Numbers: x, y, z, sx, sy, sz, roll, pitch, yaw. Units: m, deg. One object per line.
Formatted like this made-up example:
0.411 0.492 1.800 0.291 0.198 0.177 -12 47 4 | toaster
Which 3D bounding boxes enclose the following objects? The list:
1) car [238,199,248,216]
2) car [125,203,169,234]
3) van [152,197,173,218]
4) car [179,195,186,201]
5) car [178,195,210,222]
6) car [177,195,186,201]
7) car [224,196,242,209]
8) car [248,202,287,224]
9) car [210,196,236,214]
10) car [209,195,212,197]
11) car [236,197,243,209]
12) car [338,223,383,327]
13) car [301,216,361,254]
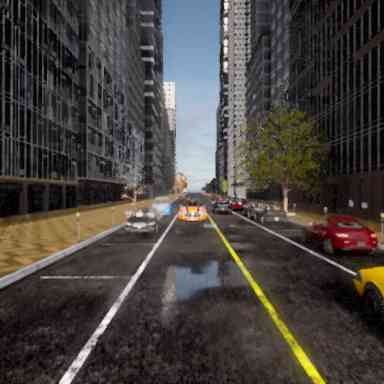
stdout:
5.750 1.583 30.355 2.008 1.369 4.403 0 0 0 | car
-2.655 1.560 18.992 2.008 1.369 4.403 0 0 0 | car
-2.629 1.352 30.377 1.690 1.788 3.998 0 0 0 | van
-2.507 1.534 87.305 1.802 1.307 4.206 0 0 0 | car
0.051 1.370 26.349 2.097 1.767 4.553 0 0 0 | car
-2.519 1.507 81.612 1.887 1.381 4.507 0 0 0 | car
5.788 1.462 47.432 1.967 1.590 4.097 0 0 0 | car
5.738 1.583 24.663 2.008 1.369 4.403 0 0 0 | car
3.155 1.514 35.810 2.128 1.511 4.902 0 0 0 | car
5.874 1.539 87.279 1.947 1.339 4.313 0 0 0 | car
5.776 1.466 41.740 1.967 1.590 4.097 0 0 0 | car
3.903 1.469 4.029 1.801 1.575 5.366 0 0 0 | car
5.713 1.609 13.278 1.802 1.307 4.206 0 0 0 | car
